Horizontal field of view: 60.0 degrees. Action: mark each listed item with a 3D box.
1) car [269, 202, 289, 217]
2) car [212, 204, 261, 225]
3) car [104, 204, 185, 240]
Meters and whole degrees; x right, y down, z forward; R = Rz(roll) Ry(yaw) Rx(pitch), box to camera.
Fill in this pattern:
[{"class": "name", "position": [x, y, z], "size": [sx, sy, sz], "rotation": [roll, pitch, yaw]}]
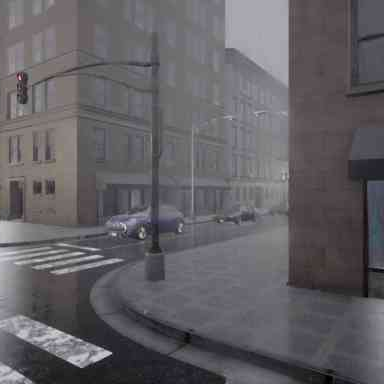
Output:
[{"class": "car", "position": [9.842, 1.743, 34.757], "size": [2.033, 1.411, 5.357], "rotation": [0, 0, 36]}, {"class": "car", "position": [3.653, 1.686, 26.075], "size": [2.033, 1.411, 5.357], "rotation": [0, 0, 35]}, {"class": "car", "position": [-2.384, 1.432, 17.574], "size": [2.097, 1.767, 4.553], "rotation": [0, 0, 35]}]
